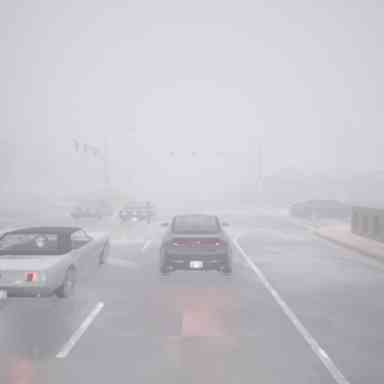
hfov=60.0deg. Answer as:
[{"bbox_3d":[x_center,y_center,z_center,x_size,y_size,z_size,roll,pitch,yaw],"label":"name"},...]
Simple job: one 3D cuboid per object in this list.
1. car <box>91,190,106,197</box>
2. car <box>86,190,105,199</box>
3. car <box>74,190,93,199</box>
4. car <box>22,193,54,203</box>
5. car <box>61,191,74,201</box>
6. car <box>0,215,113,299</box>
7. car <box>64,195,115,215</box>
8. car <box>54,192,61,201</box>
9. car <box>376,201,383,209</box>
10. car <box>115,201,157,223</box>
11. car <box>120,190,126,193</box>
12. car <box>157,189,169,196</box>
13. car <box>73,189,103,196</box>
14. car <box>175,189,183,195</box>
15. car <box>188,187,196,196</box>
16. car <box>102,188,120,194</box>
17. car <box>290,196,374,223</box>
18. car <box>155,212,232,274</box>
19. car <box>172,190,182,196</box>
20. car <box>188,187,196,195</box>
[{"bbox_3d":[-21.013,0.285,74.924,2.033,1.411,5.357,0,1,0],"label":"car"},{"bbox_3d":[-17.510,0.487,60.470,2.128,1.511,4.902,0,1,0],"label":"car"},{"bbox_3d":[-21.011,0.419,64.529,2.128,1.511,4.902,0,1,0],"label":"car"},{"bbox_3d":[-21.088,0.857,45.242,1.895,1.301,4.718,0,1,0],"label":"car"},{"bbox_3d":[-17.568,0.655,50.674,2.128,1.511,4.902,0,1,0],"label":"car"},{"bbox_3d":[-3.400,1.490,8.103,1.895,1.301,4.718,0,1,0],"label":"car"},{"bbox_3d":[-6.905,1.174,23.706,2.033,1.411,5.357,0,1,0],"label":"car"},{"bbox_3d":[-21.030,0.629,54.185,1.812,1.442,4.674,0,1,0],"label":"car"},{"bbox_3d":[18.628,1.018,28.771,5.008,1.535,1.882,0,1,2],"label":"car"},{"bbox_3d":[-3.403,1.258,21.895,1.895,1.301,4.718,0,1,0],"label":"car"},{"bbox_3d":[-14.011,0.415,65.424,1.837,1.490,4.892,0,1,0],"label":"car"},{"bbox_3d":[-7.013,0.205,78.573,1.812,1.442,4.674,0,1,0],"label":"car"},{"bbox_3d":[-14.056,0.732,45.357,1.882,1.535,5.008,0,1,-1],"label":"car"},{"bbox_3d":[-3.515,0.011,87.772,1.895,1.301,4.718,0,1,0],"label":"car"},{"bbox_3d":[-0.014,0.188,79.842,2.128,1.511,4.902,0,1,0],"label":"car"},{"bbox_3d":[-14.036,0.306,55.289,2.150,2.045,5.566,0,1,0],"label":"car"},{"bbox_3d":[8.941,1.163,21.909,4.892,1.490,1.837,0,-2,-6],"label":"car"},{"bbox_3d":[0.099,1.367,10.061,1.837,1.490,4.892,0,1,0],"label":"car"},{"bbox_3d":[-3.513,0.205,78.574,1.812,1.442,4.674,0,1,0],"label":"car"},{"bbox_3d":[-0.015,-0.288,90.090,2.150,2.045,5.566,0,1,1],"label":"car"}]
